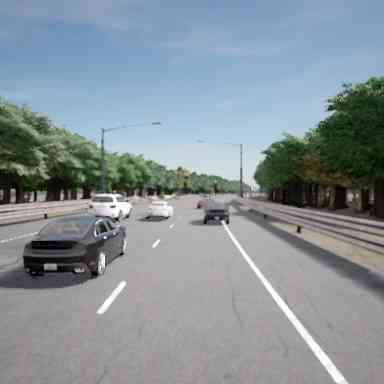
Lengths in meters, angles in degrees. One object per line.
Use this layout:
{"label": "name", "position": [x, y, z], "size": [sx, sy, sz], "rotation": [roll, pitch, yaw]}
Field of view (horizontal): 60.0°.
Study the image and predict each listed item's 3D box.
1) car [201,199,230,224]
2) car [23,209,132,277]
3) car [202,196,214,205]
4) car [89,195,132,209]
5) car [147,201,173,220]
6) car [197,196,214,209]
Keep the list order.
{"label": "car", "position": [1.760, 1.497, 24.589], "size": [1.837, 1.490, 4.892], "rotation": [0, 0, 2]}
{"label": "car", "position": [-3.273, 1.499, 10.204], "size": [1.837, 1.490, 4.892], "rotation": [0, 0, 1]}
{"label": "car", "position": [2.873, 1.513, 59.508], "size": [1.812, 1.442, 4.674], "rotation": [0, 0, 6]}
{"label": "car", "position": [-6.290, 1.208, 26.076], "size": [2.150, 2.045, 5.566], "rotation": [0, 0, 2]}
{"label": "car", "position": [-2.678, 1.513, 28.316], "size": [1.812, 1.442, 4.674], "rotation": [0, 0, 3]}
{"label": "car", "position": [1.772, 1.547, 45.827], "size": [1.994, 1.385, 4.181], "rotation": [0, 0, 5]}
